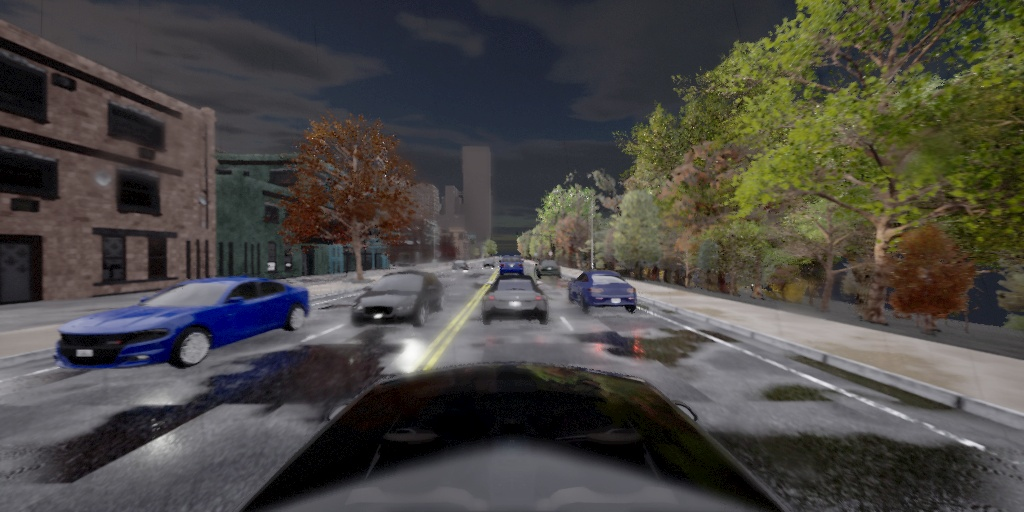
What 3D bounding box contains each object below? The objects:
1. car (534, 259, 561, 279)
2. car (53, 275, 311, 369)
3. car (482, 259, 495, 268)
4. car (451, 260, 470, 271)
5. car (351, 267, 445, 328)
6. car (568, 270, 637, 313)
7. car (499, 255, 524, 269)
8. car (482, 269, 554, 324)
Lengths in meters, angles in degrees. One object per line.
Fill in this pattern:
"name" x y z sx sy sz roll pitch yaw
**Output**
"car" 3.194 1.097 32.830 2.097 1.767 4.553 0 0 -1
"car" -6.603 1.226 8.036 1.882 1.535 5.008 0 0 0
"car" -3.870 1.252 60.520 1.837 1.490 4.892 0 0 -1
"car" -6.996 1.271 49.030 1.812 1.442 4.674 0 0 -1
"car" -3.356 1.253 11.409 1.837 1.490 4.892 0 0 0
"car" 3.359 1.274 13.868 1.812 1.442 4.674 0 0 0
"car" -0.070 0.967 33.980 2.150 2.045 5.566 0 0 -1
"car" 0.097 1.312 11.978 1.994 1.385 4.181 0 0 0
